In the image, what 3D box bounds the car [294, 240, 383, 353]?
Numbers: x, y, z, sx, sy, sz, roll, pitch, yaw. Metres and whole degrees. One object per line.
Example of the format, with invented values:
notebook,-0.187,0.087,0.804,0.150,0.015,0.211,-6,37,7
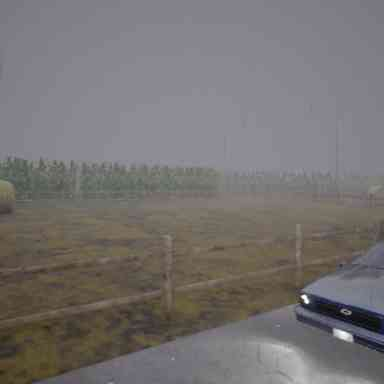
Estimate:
car,4.230,1.577,6.090,5.357,1.411,2.033,0,0,-35
